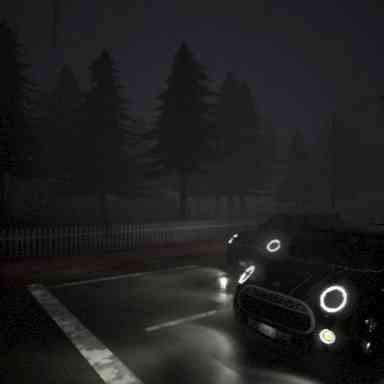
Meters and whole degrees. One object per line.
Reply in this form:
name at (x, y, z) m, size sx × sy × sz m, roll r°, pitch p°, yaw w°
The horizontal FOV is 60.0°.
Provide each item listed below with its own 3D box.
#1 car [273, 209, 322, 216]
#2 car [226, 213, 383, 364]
car at (3.249, 1.447, 10.605) m, size 4.553 × 1.767 × 2.097 m, roll 1°, pitch 0°, yaw -36°
car at (2.918, 1.416, 6.071) m, size 4.553 × 1.767 × 2.097 m, roll 1°, pitch 0°, yaw -35°
